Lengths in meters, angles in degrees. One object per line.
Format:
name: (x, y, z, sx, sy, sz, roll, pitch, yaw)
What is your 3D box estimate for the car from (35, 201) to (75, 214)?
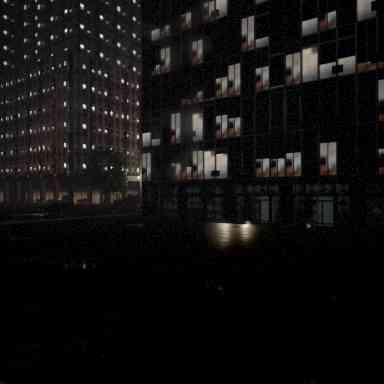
car: (-15.501, 1.676, 37.807, 1.994, 1.385, 4.181, 0, 0, 35)

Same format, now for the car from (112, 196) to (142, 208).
car: (-9.763, 1.492, 50.714, 2.192, 1.841, 5.009, -1, -1, 35)

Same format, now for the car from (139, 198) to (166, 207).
car: (-6.531, 1.762, 55.404, 1.947, 1.339, 4.313, 0, 0, 35)
